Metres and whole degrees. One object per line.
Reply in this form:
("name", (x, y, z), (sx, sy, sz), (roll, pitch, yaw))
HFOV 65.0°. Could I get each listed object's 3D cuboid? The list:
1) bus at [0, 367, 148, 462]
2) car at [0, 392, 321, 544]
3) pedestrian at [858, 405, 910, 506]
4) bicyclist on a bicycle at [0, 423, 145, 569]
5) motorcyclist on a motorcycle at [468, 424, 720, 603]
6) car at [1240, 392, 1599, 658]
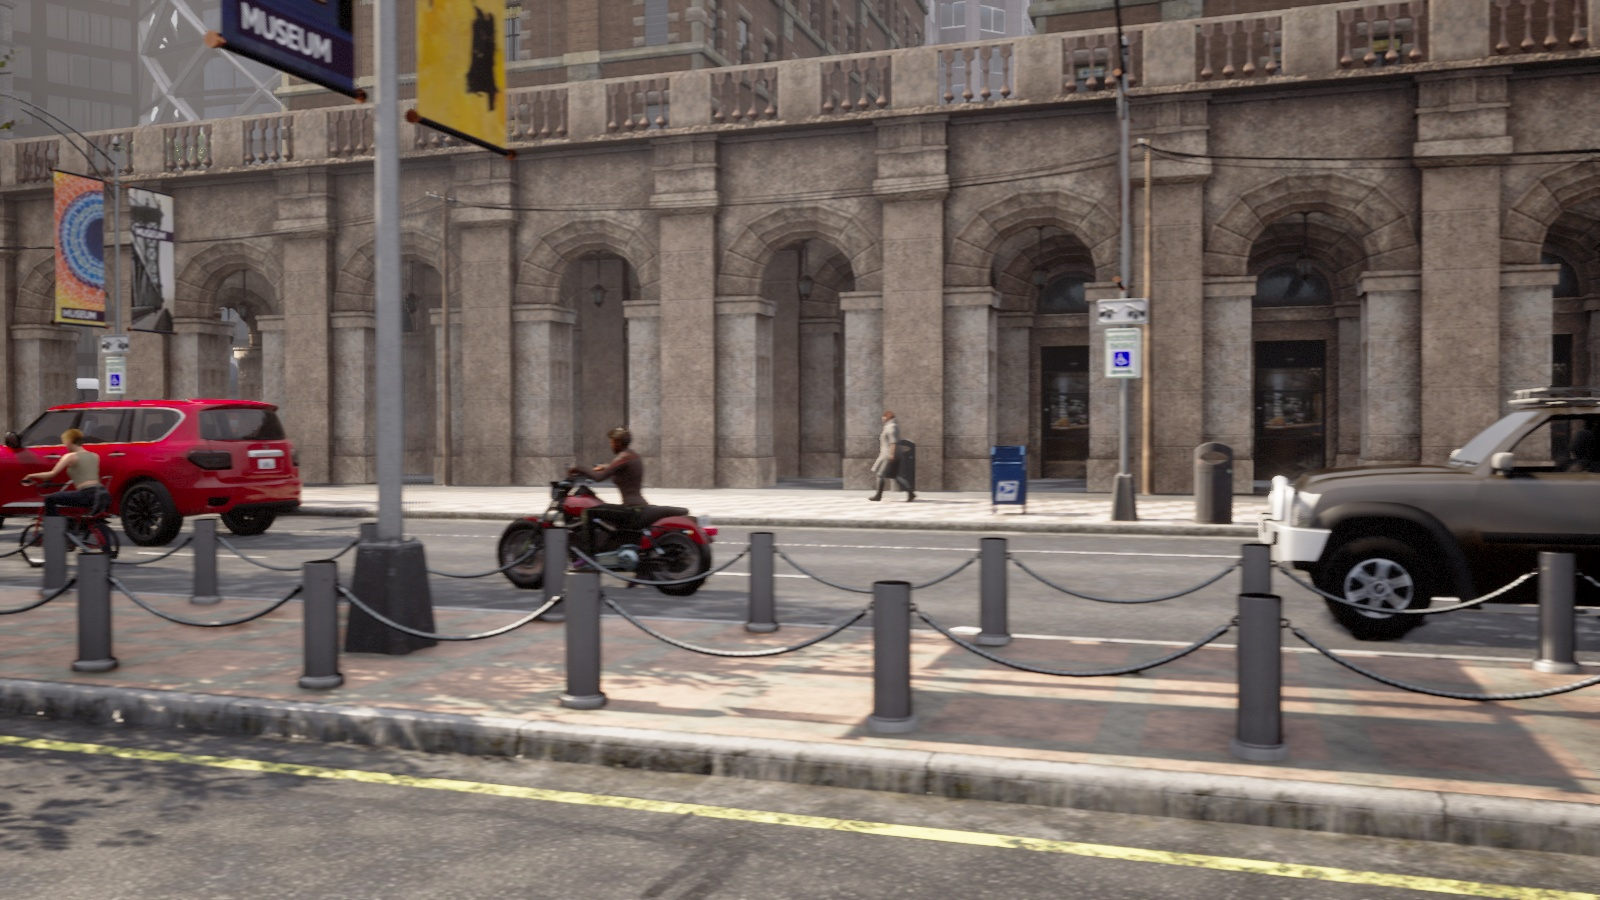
("bus", (-36.482, -1.636, 59.231), (3.944, 4.253, 10.273), (1, 1, 19))
("car", (-10.195, 0.207, 18.752), (5.566, 2.045, 2.150), (1, 1, 18))
("pedestrian", (1.658, 0.095, 24.629), (0.873, 1.952, 0.659), (1, 1, 19))
("bicyclist on a bicycle", (-8.511, 0.499, 14.501), (1.509, 1.612, 0.866), (1, 1, 18))
("motorcyclist on a motorcycle", (-2.016, 0.572, 12.310), (2.350, 1.649, 0.766), (0, 1, 19))
("car", (5.849, 0.510, 9.664), (4.605, 1.855, 1.932), (1, 1, 18))
